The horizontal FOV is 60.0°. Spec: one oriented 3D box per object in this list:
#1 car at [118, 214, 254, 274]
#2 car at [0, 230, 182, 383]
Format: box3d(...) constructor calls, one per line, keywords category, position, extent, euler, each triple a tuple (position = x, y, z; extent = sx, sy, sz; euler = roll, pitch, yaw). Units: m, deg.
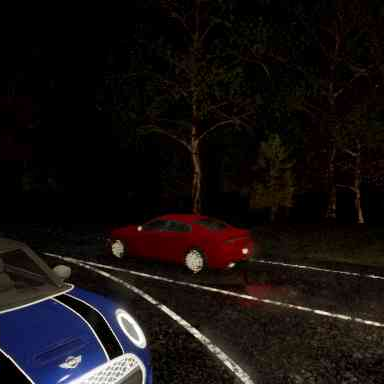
box3d(category="car", position=(-0.523, 1.447, 10.528), extent=(5.008, 1.535, 1.882), euler=(0, 0, 36))
box3d(category="car", position=(-2.592, 1.338, 3.733), extent=(4.553, 1.767, 2.097), euler=(1, 0, 35))
